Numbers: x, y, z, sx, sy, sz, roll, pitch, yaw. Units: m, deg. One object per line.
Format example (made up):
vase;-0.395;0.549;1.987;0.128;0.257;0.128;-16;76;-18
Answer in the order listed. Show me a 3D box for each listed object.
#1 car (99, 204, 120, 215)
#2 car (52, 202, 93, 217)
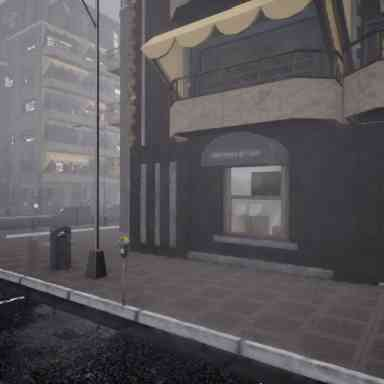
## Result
car;-9.403;2.063;39.864;1.802;1.307;4.206;-1;-1;35
car;-12.685;1.821;35.240;1.967;1.590;4.097;-1;-1;35
